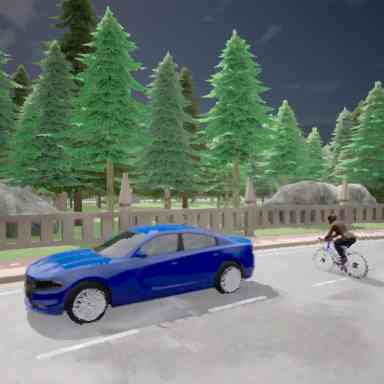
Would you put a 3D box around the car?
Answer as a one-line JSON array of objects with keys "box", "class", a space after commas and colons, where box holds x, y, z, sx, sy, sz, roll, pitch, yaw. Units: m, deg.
[{"box": [-0.865, 1.477, 7.261, 5.008, 1.535, 1.882, 0, 0, -32], "class": "car"}]

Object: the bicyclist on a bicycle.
[{"box": [3.938, 1.455, 8.959, 0.582, 1.620, 1.656, 0, -2, -30], "class": "bicyclist on a bicycle"}]
